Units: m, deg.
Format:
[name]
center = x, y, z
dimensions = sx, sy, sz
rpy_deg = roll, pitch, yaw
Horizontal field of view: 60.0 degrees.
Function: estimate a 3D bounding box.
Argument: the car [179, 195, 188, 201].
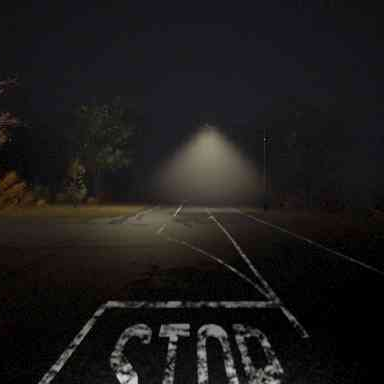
[car]
center = -2.294, 1.558, 87.074
dimensions = 1.994, 1.385, 4.181
rpy_deg = 0, 0, 6
